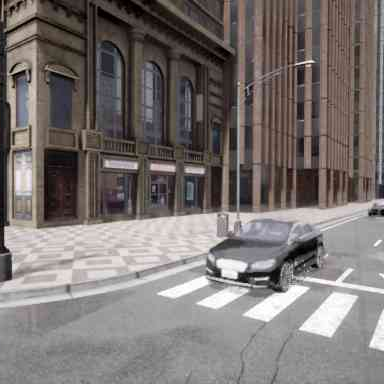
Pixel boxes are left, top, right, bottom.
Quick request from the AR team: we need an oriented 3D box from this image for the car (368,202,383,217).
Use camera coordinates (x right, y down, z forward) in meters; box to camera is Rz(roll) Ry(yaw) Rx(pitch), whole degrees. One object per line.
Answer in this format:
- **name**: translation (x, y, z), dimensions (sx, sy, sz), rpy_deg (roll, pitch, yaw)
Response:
- **car**: translation (17.377, 1.630, 30.378), dimensions (1.895, 1.301, 4.718), rpy_deg (1, 0, 35)

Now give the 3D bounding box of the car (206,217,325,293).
- **car**: translation (2.218, 1.487, 9.096), dimensions (2.128, 1.511, 4.902), rpy_deg (1, 0, 35)
